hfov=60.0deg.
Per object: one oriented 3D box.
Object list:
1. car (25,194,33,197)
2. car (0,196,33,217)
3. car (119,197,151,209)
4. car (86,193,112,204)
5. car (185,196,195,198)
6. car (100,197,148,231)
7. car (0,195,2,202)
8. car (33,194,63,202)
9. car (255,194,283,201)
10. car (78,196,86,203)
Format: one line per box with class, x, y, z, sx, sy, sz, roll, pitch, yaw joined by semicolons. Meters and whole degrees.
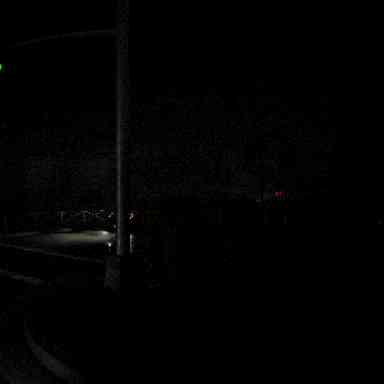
car;-34.342;1.232;71.164;1.970;1.475;3.806;0;0;35
car;-15.798;1.340;26.888;2.007;1.523;4.514;0;0;35
car;-7.488;1.384;43.809;1.970;1.475;3.806;0;0;35
car;-15.861;1.097;58.991;1.932;1.855;4.605;0;0;35
car;-0.769;1.374;48.146;1.845;1.501;3.633;0;0;35
car;-3.034;1.352;20.545;2.097;1.767;4.553;0;0;35
car;-41.403;1.298;67.525;2.007;1.523;4.514;0;0;35
car;-28.916;1.154;67.722;2.152;1.636;5.027;0;0;35
car;8.436;1.221;37.032;2.150;2.045;5.566;0;0;35
car;-18.471;1.077;60.333;1.905;1.878;3.866;0;0;35
